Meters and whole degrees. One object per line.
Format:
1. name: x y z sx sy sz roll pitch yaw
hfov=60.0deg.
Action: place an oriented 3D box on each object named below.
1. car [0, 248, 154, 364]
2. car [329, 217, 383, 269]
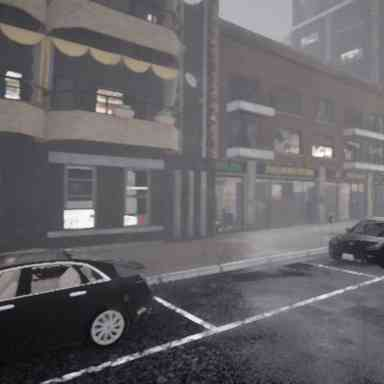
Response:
1. car: -2.666 1.550 4.643 4.403 1.369 2.008 0 1 -35
2. car: 6.403 1.544 11.112 4.313 1.339 1.947 0 1 -35
